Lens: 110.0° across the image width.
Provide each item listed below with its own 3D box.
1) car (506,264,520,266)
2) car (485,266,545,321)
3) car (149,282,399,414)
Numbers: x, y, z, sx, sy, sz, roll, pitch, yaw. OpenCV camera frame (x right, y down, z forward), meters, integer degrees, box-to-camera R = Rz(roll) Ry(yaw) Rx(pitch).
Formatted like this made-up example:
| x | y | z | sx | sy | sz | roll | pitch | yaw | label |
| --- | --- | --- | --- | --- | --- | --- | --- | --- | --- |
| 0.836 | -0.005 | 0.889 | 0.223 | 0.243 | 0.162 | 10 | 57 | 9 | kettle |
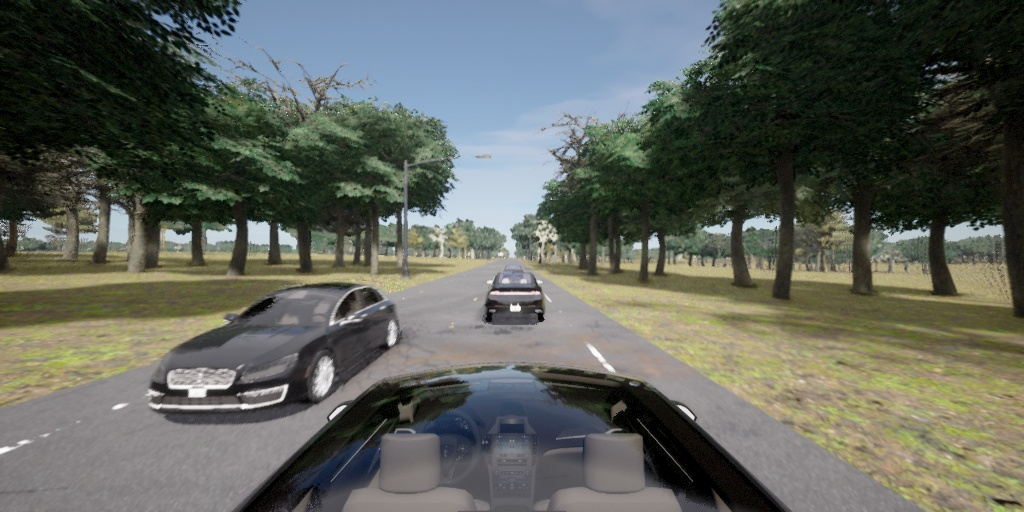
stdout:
| x | y | z | sx | sy | sz | roll | pitch | yaw | label |
| --- | --- | --- | --- | --- | --- | --- | --- | --- | --- |
| 0.101 | 1.429 | 32.688 | 2.033 | 1.411 | 5.357 | 0 | 0 | 0 | car |
| 0.097 | 1.295 | 12.650 | 2.128 | 1.511 | 4.902 | 0 | 0 | 0 | car |
| -3.502 | 1.278 | 6.419 | 1.837 | 1.490 | 4.892 | 0 | 0 | 0 | car |
